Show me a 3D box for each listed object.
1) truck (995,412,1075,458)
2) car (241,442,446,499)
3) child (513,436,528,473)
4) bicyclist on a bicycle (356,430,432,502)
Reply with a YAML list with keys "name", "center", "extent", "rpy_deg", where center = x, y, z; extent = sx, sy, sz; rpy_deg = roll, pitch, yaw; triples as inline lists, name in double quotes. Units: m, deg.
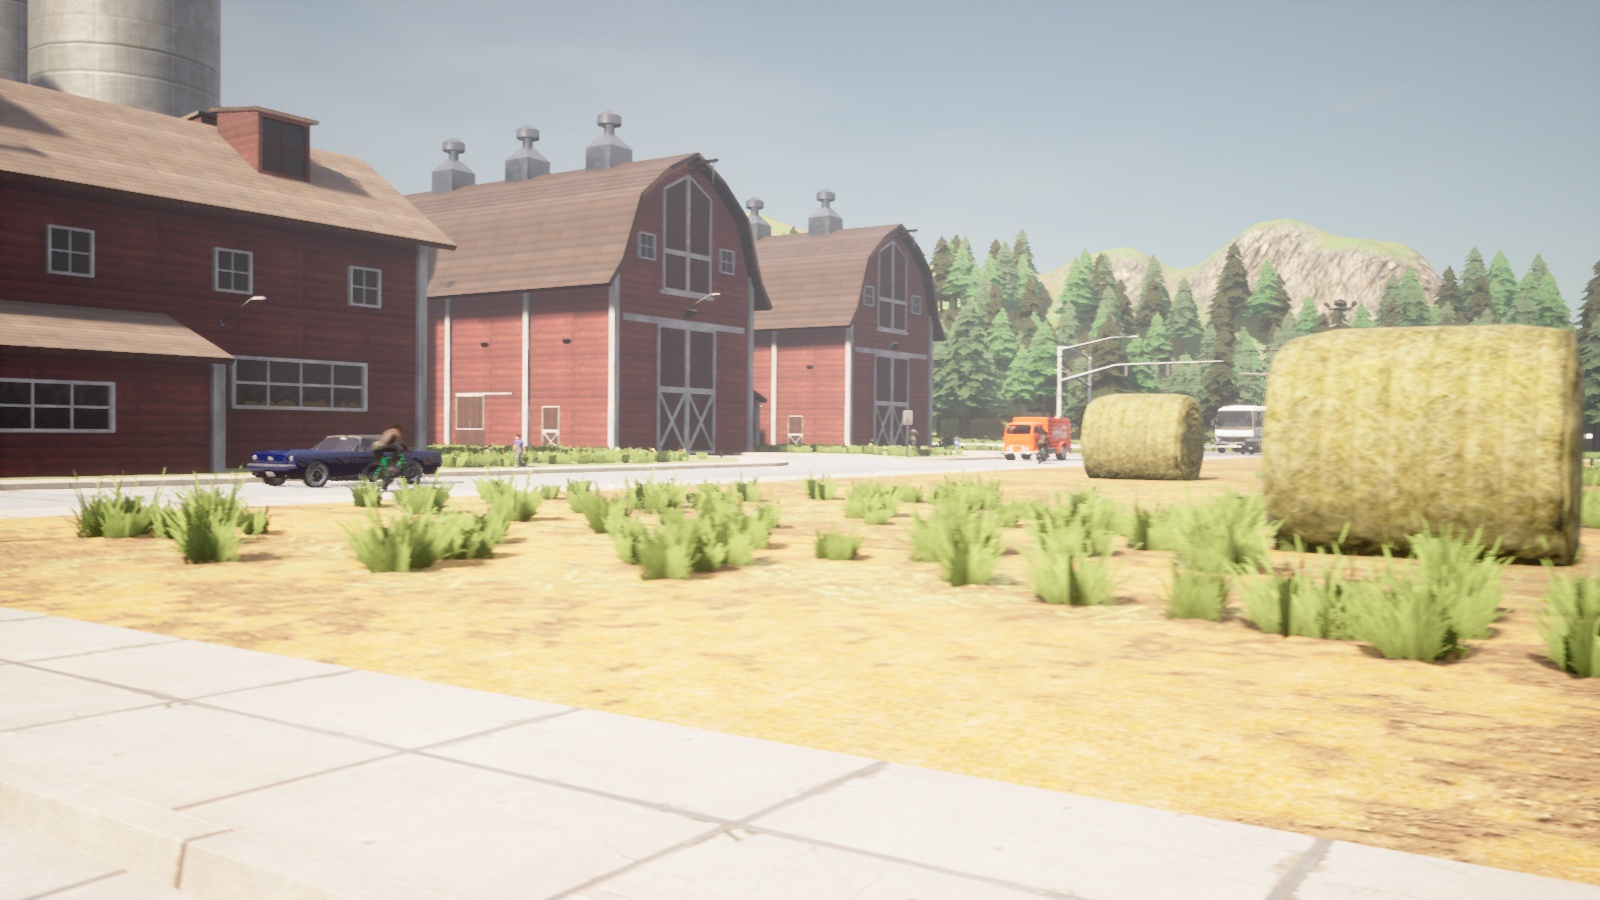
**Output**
- name: "truck"
  center: [13.287, -0.871, 70.831]
  extent: [2.627, 2.467, 5.204]
  rpy_deg: [0, 1, 33]
- name: "car"
  center: [-11.568, 0.471, 32.161]
  extent: [1.895, 1.301, 4.718]
  rpy_deg: [0, 1, 33]
- name: "child"
  center: [-9.572, 0.144, 43.057]
  extent: [0.270, 1.263, 0.437]
  rpy_deg: [0, 1, 29]
- name: "bicyclist on a bicycle"
  center: [-9.384, 0.345, 29.087]
  extent: [0.582, 1.620, 1.656]
  rpy_deg: [0, 1, 33]
